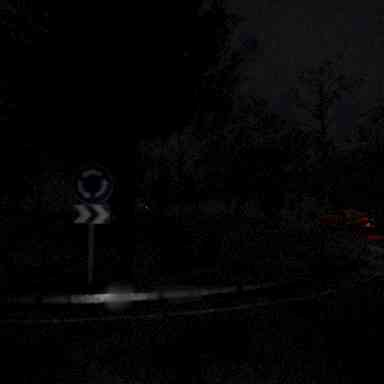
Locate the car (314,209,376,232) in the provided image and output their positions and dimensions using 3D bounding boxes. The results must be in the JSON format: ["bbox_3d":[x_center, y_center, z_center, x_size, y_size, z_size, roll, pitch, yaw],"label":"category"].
[{"bbox_3d":[10.878,1.985,24.080,1.882,1.535,5.008,2,-1,-14],"label":"car"}]

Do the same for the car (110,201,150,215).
[{"bbox_3d":[-6.755,1.676,35.112,4.674,1.442,1.812,2,-1,-6],"label":"car"}]
